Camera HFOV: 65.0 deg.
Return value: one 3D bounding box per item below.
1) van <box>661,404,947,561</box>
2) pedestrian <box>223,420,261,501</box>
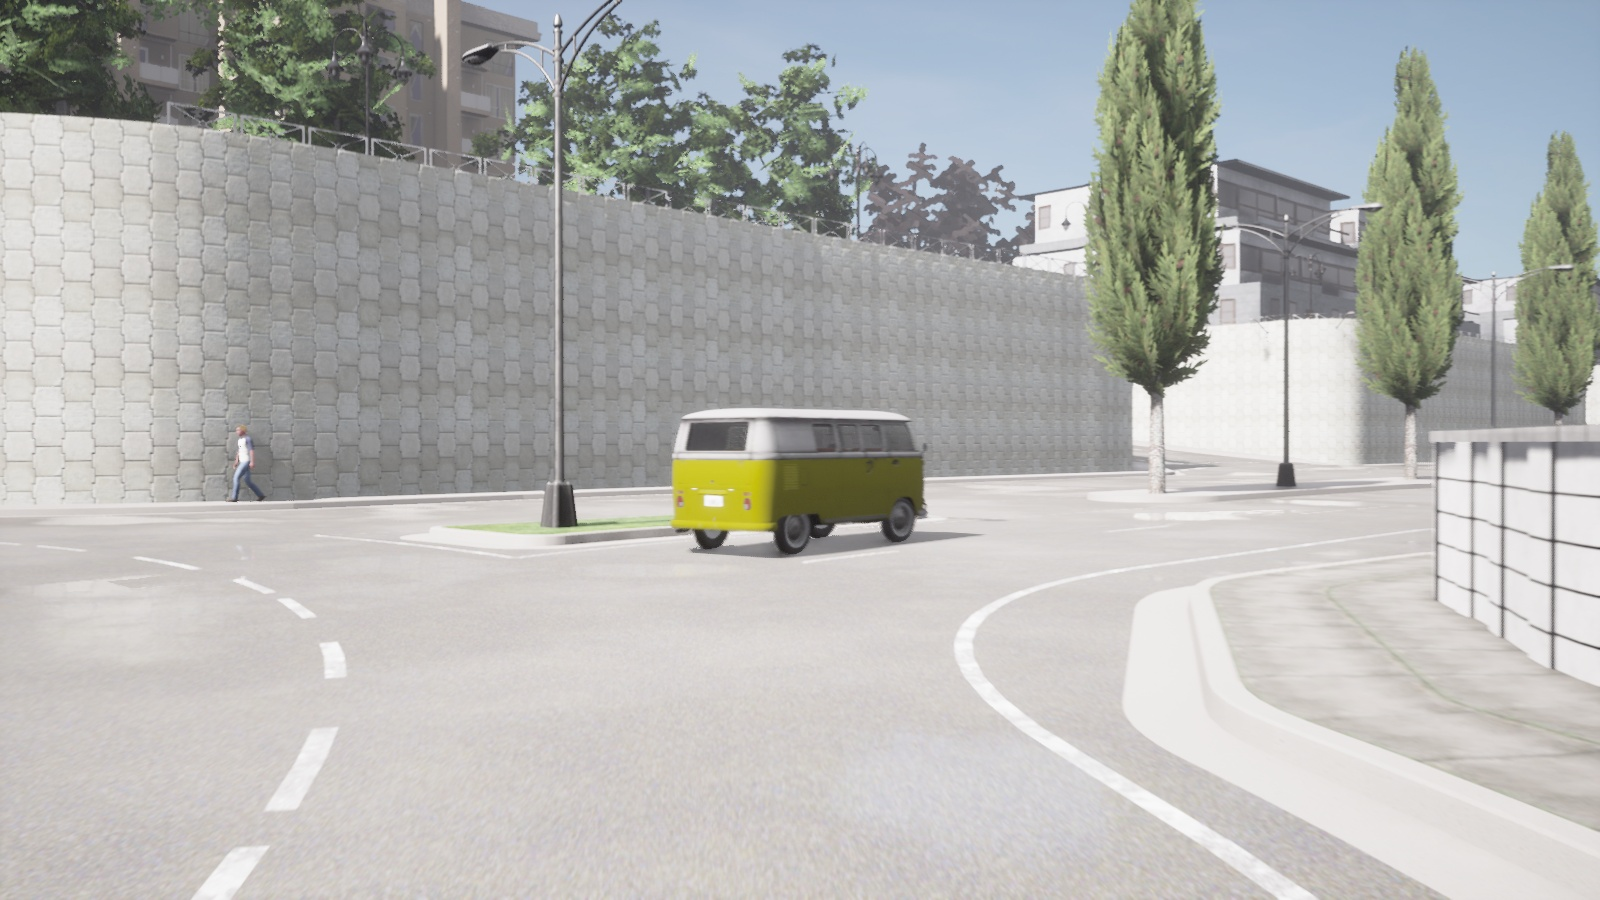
[{"bbox_3d":[0.190,0.397,18.170,1.775,1.987,4.442,0,0,38],"label":"van"},{"bbox_3d":[-12.716,0.238,28.606,0.706,1.836,0.354,0,0,-40],"label":"pedestrian"}]
